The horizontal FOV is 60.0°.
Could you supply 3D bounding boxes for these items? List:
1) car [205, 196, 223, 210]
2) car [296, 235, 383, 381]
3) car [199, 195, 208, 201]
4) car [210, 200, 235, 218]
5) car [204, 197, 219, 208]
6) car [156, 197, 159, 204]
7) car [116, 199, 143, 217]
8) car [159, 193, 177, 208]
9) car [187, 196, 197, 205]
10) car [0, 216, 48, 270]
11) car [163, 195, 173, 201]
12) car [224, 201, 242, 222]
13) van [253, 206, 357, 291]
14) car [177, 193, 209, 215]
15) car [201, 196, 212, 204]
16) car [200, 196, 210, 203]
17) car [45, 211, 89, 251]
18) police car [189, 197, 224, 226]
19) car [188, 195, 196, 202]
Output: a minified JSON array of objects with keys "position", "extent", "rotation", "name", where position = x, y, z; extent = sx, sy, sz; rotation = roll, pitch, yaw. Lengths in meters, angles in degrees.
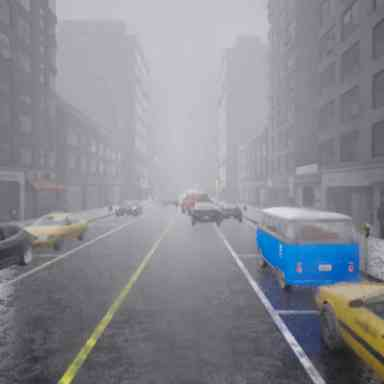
[{"position":[2.760,1.393,41.762],"extent":[1.967,1.590,4.097],"rotation":[-1,0,0],"name":"car"},{"position":[2.753,1.520,3.396],"extent":[1.752,1.417,4.829],"rotation":[-1,0,0],"name":"car"},{"position":[2.770,1.482,80.298],"extent":[1.887,1.381,4.507],"rotation":[-1,0,0],"name":"car"},{"position":[2.759,1.506,30.751],"extent":[1.887,1.381,4.507],"rotation":[-1,0,0],"name":"car"},{"position":[2.763,1.494,47.267],"extent":[1.887,1.381,4.507],"rotation":[-1,0,0],"name":"car"},{"position":[-5.760,1.381,63.784],"extent":[1.967,1.590,4.097],"rotation":[-1,0,0],"name":"car"},{"position":[-5.767,1.401,30.753],"extent":[1.967,1.590,4.097],"rotation":[-1,0,0],"name":"car"},{"position":[-3.068,1.169,48.687],"extent":[2.150,2.045,5.566],"rotation":[0,0,0],"name":"car"},{"position":[0.013,1.448,59.288],"extent":[1.837,1.490,4.892],"rotation":[0,0,0],"name":"car"},{"position":[-5.770,1.551,8.732],"extent":[1.947,1.339,4.313],"rotation":[-1,0,0],"name":"car"},{"position":[-5.755,1.482,80.300],"extent":[1.887,1.381,4.507],"rotation":[-1,0,0],"name":"car"},{"position":[2.758,1.517,25.246],"extent":[2.008,1.369,4.403],"rotation":[-1,0,0],"name":"car"},{"position":[2.752,1.327,8.730],"extent":[1.690,1.788,3.998],"rotation":[-1,0,0],"name":"van"},{"position":[0.342,1.170,33.139],"extent":[2.150,2.045,5.566],"rotation":[-1,0,-12],"name":"car"},{"position":[2.766,1.508,63.782],"extent":[1.947,1.339,4.313],"rotation":[-1,0,0],"name":"car"},{"position":[2.767,1.485,69.287],"extent":[1.887,1.381,4.507],"rotation":[-1,0,0],"name":"car"},{"position":[-5.770,1.503,14.068],"extent":[1.752,1.417,4.829],"rotation":[-1,0,0],"name":"car"},{"position":[0.905,1.393,23.457],"extent":[1.930,1.638,5.238],"rotation":[0,0,0],"name":"police car"},{"position":[0.017,1.349,74.187],"extent":[1.882,1.535,5.008],"rotation":[0,0,0],"name":"car"}]
